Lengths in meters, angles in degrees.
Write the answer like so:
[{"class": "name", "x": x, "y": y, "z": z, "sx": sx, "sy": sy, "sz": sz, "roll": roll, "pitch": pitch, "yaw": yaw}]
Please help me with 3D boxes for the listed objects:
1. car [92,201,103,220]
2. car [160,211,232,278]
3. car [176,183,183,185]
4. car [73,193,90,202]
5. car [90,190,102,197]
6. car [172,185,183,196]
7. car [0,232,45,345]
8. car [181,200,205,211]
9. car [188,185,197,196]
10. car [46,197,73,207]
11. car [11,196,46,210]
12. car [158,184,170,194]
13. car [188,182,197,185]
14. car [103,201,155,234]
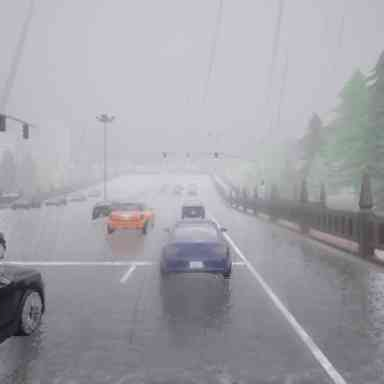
[{"class": "car", "x": -6.902, "y": 1.499, "z": 27.767, "sx": 1.837, "sy": 1.490, "sz": 4.892, "roll": 0, "pitch": 0, "yaw": 0}, {"class": "car", "x": 0.099, "y": 1.524, "z": 10.010, "sx": 1.812, "sy": 1.442, "sz": 4.674, "roll": 0, "pitch": 0, "yaw": 0}, {"class": "car", "x": -3.360, "y": -1.541, "z": 84.776, "sx": 2.097, "sy": 1.767, "sz": 4.553, "roll": 0, "pitch": 7, "yaw": 0}, {"class": "car", "x": -20.988, "y": 1.150, "z": 61.725, "sx": 1.994, "sy": 1.385, "sz": 4.181, "roll": 0, "pitch": 3, "yaw": 0}, {"class": "car", "x": -20.931, "y": 0.287, "z": 71.954, "sx": 2.128, "sy": 1.511, "sz": 4.902, "roll": 0, "pitch": 6, "yaw": 0}, {"class": "car", "x": -3.415, "y": -0.061, "z": 74.808, "sx": 1.837, "sy": 1.490, "sz": 4.892, "roll": 0, "pitch": 7, "yaw": 0}, {"class": "car", "x": -3.401, "y": 1.491, "z": 3.726, "sx": 2.128, "sy": 1.511, "sz": 4.902, "roll": 0, "pitch": 0, "yaw": 0}, {"class": "car", "x": 0.098, "y": 1.472, "z": 28.932, "sx": 1.882, "sy": 1.535, "sz": 5.008, "roll": 0, "pitch": 0, "yaw": 0}, {"class": "car", "x": 0.085, "y": -0.083, "z": 74.787, "sx": 1.882, "sy": 1.535, "sz": 5.008, "roll": 0, "pitch": 7, "yaw": 0}, {"class": "car", "x": -21.025, "y": 1.498, "z": 51.990, "sx": 2.033, "sy": 1.411, "sz": 5.357, "roll": 0, "pitch": 1, "yaw": 0}, {"class": "car", "x": -21.075, "y": 1.343, "z": 42.606, "sx": 2.097, "sy": 1.767, "sz": 4.553, "roll": 0, "pitch": 0, "yaw": 0}, {"class": "car", "x": -6.902, "y": -0.310, "z": 77.268, "sx": 2.033, "sy": 1.411, "sz": 5.357, "roll": 0, "pitch": 7, "yaw": 0}, {"class": "car", "x": 0.140, "y": -1.678, "z": 84.800, "sx": 2.150, "sy": 2.045, "sz": 5.566, "roll": 0, "pitch": 7, "yaw": 0}, {"class": "car", "x": -3.401, "y": 1.348, "z": 19.370, "sx": 2.097, "sy": 1.767, "sz": 4.553, "roll": 0, "pitch": 0, "yaw": 0}]
